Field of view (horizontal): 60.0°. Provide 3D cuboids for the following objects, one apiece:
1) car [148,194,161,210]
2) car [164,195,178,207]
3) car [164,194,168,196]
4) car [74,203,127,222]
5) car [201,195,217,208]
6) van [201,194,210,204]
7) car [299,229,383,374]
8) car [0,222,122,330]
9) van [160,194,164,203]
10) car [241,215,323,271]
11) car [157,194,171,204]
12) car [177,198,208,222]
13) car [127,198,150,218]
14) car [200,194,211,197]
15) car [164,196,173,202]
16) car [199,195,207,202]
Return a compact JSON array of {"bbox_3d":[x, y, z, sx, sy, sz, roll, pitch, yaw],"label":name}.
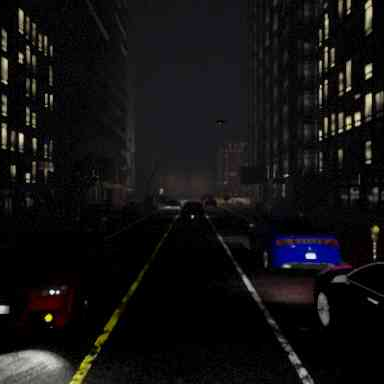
[{"bbox_3d":[-5.317,1.444,41.435,1.967,1.590,4.097,0,0,0],"label":"car"},{"bbox_3d":[-2.815,1.570,51.412,1.994,1.385,4.181,0,0,0],"label":"car"},{"bbox_3d":[-5.318,1.323,58.112,2.192,1.841,5.009,0,0,0],"label":"car"},{"bbox_3d":[-5.317,1.441,19.201,1.967,1.590,4.097,0,0,0],"label":"car"},{"bbox_3d":[2.563,1.555,46.995,2.008,1.369,4.403,0,0,0],"label":"car"},{"bbox_3d":[2.562,1.350,63.671,1.690,1.788,3.998,0,0,0],"label":"van"},{"bbox_3d":[3.020,1.504,3.917,1.837,1.490,4.892,0,0,0],"label":"car"},{"bbox_3d":[-2.851,1.564,6.941,1.994,1.385,4.181,0,0,0],"label":"car"},{"bbox_3d":[-5.318,1.346,46.994,1.690,1.788,3.998,0,0,0],"label":"van"},{"bbox_3d":[3.014,1.477,10.917,1.882,1.535,5.008,0,0,0],"label":"car"},{"bbox_3d":[-5.318,1.324,63.670,2.192,1.841,5.009,0,0,0],"label":"car"},{"bbox_3d":[0.061,1.508,26.541,1.837,1.490,4.892,0,1,0],"label":"car"},{"bbox_3d":[-5.317,1.553,30.318,2.008,1.369,4.403,0,0,0],"label":"car"},{"bbox_3d":[2.562,1.322,58.112,2.192,1.841,5.009,0,0,0],"label":"car"},{"bbox_3d":[-5.318,1.595,74.788,1.802,1.307,4.206,0,0,0],"label":"car"},{"bbox_3d":[2.562,1.540,80.517,1.752,1.417,4.829,0,0,0],"label":"car"}]
